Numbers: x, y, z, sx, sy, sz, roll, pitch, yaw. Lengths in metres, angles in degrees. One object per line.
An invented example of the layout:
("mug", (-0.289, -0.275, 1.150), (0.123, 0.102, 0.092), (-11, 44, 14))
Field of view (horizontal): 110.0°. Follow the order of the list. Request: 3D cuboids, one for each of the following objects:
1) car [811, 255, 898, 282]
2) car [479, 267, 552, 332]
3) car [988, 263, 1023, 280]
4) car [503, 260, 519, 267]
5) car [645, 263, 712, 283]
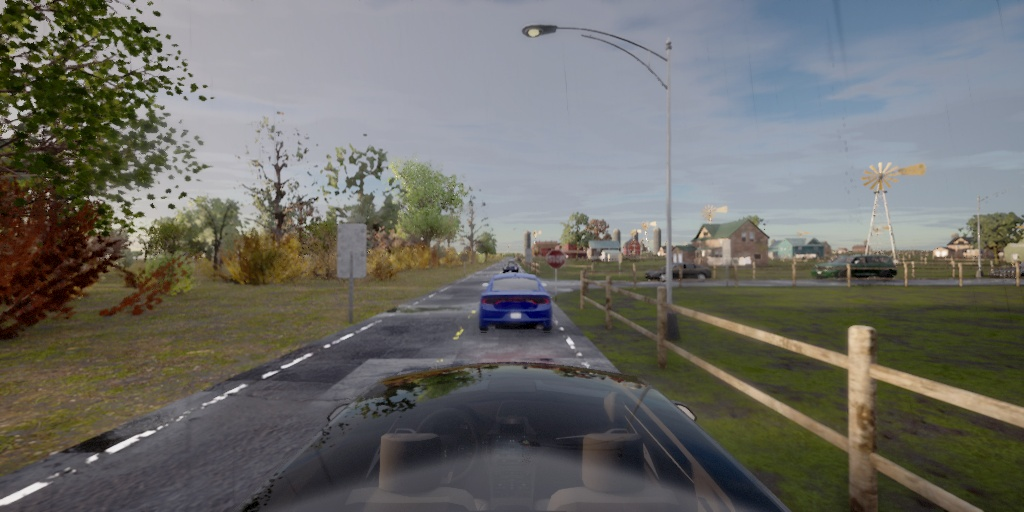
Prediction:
("car", (26.975, 0.949, 28.326), (5.566, 2.045, 2.150), (0, -1, -2))
("car", (0.088, 1.259, 10.974), (1.882, 1.535, 5.008), (0, 0, 0))
("car", (41.648, 1.207, 28.551), (5.357, 1.411, 2.033), (0, -1, -1))
("car", (-0.090, 1.474, 43.906), (1.895, 1.301, 4.718), (0, 0, 2))
("car", (12.971, 1.290, 28.089), (4.892, 1.490, 1.837), (0, -1, 0))
